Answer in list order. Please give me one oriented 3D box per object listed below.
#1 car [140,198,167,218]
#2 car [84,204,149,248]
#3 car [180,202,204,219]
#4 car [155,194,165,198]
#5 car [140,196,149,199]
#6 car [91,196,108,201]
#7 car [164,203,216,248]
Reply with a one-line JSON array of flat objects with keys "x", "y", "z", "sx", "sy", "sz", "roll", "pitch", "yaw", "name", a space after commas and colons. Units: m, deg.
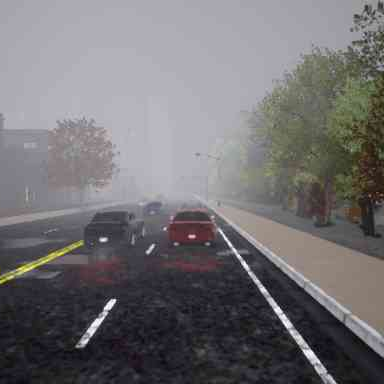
[{"x": -3.250, "y": 1.525, "z": 29.652, "sx": 1.812, "sy": 1.442, "sz": 4.674, "roll": 0, "pitch": 0, "yaw": 0, "name": "car"}, {"x": -3.249, "y": 1.511, "z": 14.651, "sx": 1.837, "sy": 1.490, "sz": 4.892, "roll": 0, "pitch": 0, "yaw": 0, "name": "car"}, {"x": 0.000, "y": 1.608, "z": 29.681, "sx": 1.895, "sy": 1.301, "sz": 4.718, "roll": 0, "pitch": 0, "yaw": 0, "name": "car"}, {"x": -7.012, "y": 1.338, "z": 72.817, "sx": 2.097, "sy": 1.767, "sz": 4.553, "roll": 0, "pitch": 0, "yaw": -1, "name": "car"}, {"x": -10.261, "y": 1.579, "z": 72.703, "sx": 1.895, "sy": 1.301, "sz": 4.718, "roll": 0, "pitch": 0, "yaw": -1, "name": "car"}, {"x": -23.942, "y": 1.805, "z": 86.397, "sx": 4.313, "sy": 1.339, "sz": 1.947, "roll": -1, "pitch": 1, "yaw": -1, "name": "car"}, {"x": 0.000, "y": 1.479, "z": 14.651, "sx": 1.882, "sy": 1.535, "sz": 5.008, "roll": 0, "pitch": 0, "yaw": 0, "name": "car"}]
